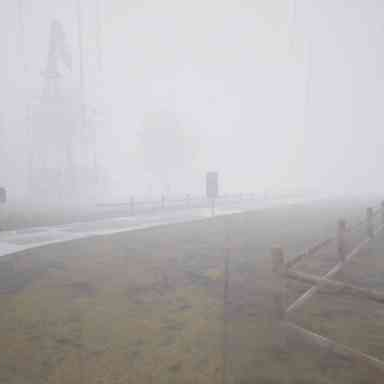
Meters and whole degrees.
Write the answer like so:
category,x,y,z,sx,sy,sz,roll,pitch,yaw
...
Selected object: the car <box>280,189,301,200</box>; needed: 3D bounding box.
category,x,y,z,sx,sy,sz,roll,pitch,yaw
car,14.662,0.306,49.404,1.882,1.535,5.008,-1,1,35
